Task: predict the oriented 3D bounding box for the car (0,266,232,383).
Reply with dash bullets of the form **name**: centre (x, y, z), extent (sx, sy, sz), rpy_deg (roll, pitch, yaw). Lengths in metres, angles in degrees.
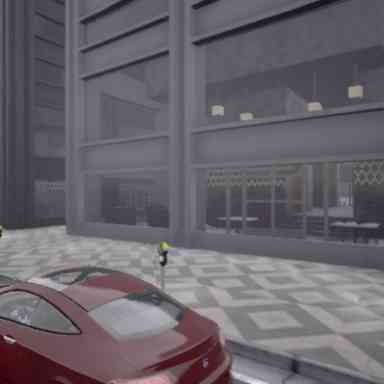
- **car**: centre (-1.541, 1.602, 4.060), extent (4.206, 1.307, 1.802), rpy_deg (0, 0, 36)
